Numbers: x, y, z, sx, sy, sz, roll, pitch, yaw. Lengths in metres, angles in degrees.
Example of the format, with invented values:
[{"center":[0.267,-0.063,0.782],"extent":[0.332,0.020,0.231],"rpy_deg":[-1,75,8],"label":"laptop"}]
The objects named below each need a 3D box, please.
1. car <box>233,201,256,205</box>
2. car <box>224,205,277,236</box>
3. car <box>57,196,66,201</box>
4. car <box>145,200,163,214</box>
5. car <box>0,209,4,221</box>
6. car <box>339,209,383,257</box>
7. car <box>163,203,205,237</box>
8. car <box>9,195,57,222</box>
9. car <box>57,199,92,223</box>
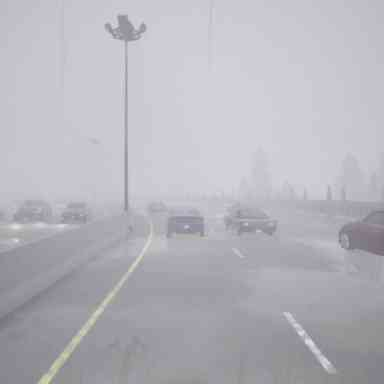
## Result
[{"center":[4.752,1.564,30.483],"extent":[2.033,1.411,5.357],"rpy_deg":[0,0,-12],"label":"car"},{"center":[3.026,1.605,18.370],"extent":[1.895,1.301,4.718],"rpy_deg":[0,0,-5],"label":"car"},{"center":[-25.073,1.640,63.631],"extent":[1.837,1.490,4.892],"rpy_deg":[0,0,-36],"label":"car"},{"center":[-3.944,1.604,36.296],"extent":[1.994,1.385,4.181],"rpy_deg":[0,0,-15],"label":"car"},{"center":[-15.775,1.594,24.957],"extent":[1.994,1.385,4.181],"rpy_deg":[0,0,-11],"label":"car"},{"center":[6.962,1.351,11.427],"extent":[2.097,1.767,4.553],"rpy_deg":[0,0,-2],"label":"car"},{"center":[-0.486,1.484,18.156],"extent":[1.882,1.535,5.008],"rpy_deg":[0,0,-5],"label":"car"},{"center":[-12.520,1.382,26.438],"extent":[2.097,1.767,4.553],"rpy_deg":[0,0,-12],"label":"car"},{"center":[-8.791,1.529,25.607],"extent":[1.837,1.490,4.892],"rpy_deg":[0,0,-11],"label":"car"}]
